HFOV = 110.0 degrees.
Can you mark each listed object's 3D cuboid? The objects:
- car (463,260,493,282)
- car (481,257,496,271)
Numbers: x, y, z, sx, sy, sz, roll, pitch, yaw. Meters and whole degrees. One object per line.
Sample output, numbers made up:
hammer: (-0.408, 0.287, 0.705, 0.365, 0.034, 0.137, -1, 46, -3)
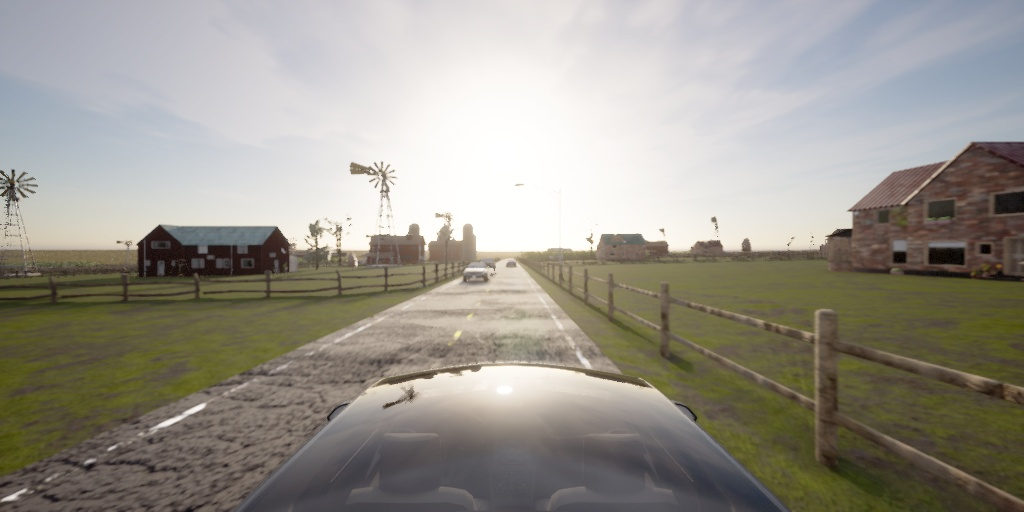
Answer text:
car: (-2.808, 1.264, 28.934, 1.812, 1.442, 4.674, 0, 0, 0)
car: (-2.827, 0.871, 41.484, 1.882, 1.535, 5.008, 0, 0, 0)
